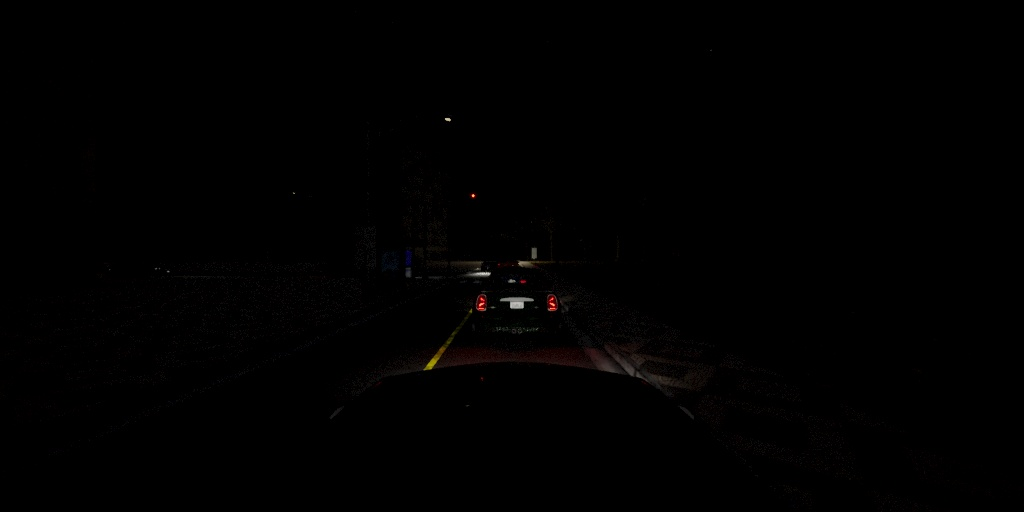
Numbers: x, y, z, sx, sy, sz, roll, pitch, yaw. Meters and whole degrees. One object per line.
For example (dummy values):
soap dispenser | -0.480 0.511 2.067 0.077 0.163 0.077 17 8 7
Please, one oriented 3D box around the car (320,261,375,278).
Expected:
car | -14.497 1.191 32.066 4.902 1.511 2.128 0 1 2

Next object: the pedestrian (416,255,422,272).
pedestrian | -9.965 0.800 38.171 0.375 1.860 0.375 0 0 2

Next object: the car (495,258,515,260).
car | -0.355 1.062 42.184 2.097 1.767 4.553 0 0 6

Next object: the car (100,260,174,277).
car | -33.666 1.138 32.620 4.902 1.511 2.128 0 1 2

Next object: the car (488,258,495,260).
car | -2.949 1.195 46.214 2.128 1.511 4.902 0 0 0

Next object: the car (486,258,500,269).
car | -2.911 1.164 56.476 1.882 1.535 5.008 0 0 0

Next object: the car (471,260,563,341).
car | 0.117 1.099 10.016 2.097 1.767 4.553 0 0 0

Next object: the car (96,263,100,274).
car | -44.294 1.092 36.064 4.892 1.490 1.837 0 1 2
